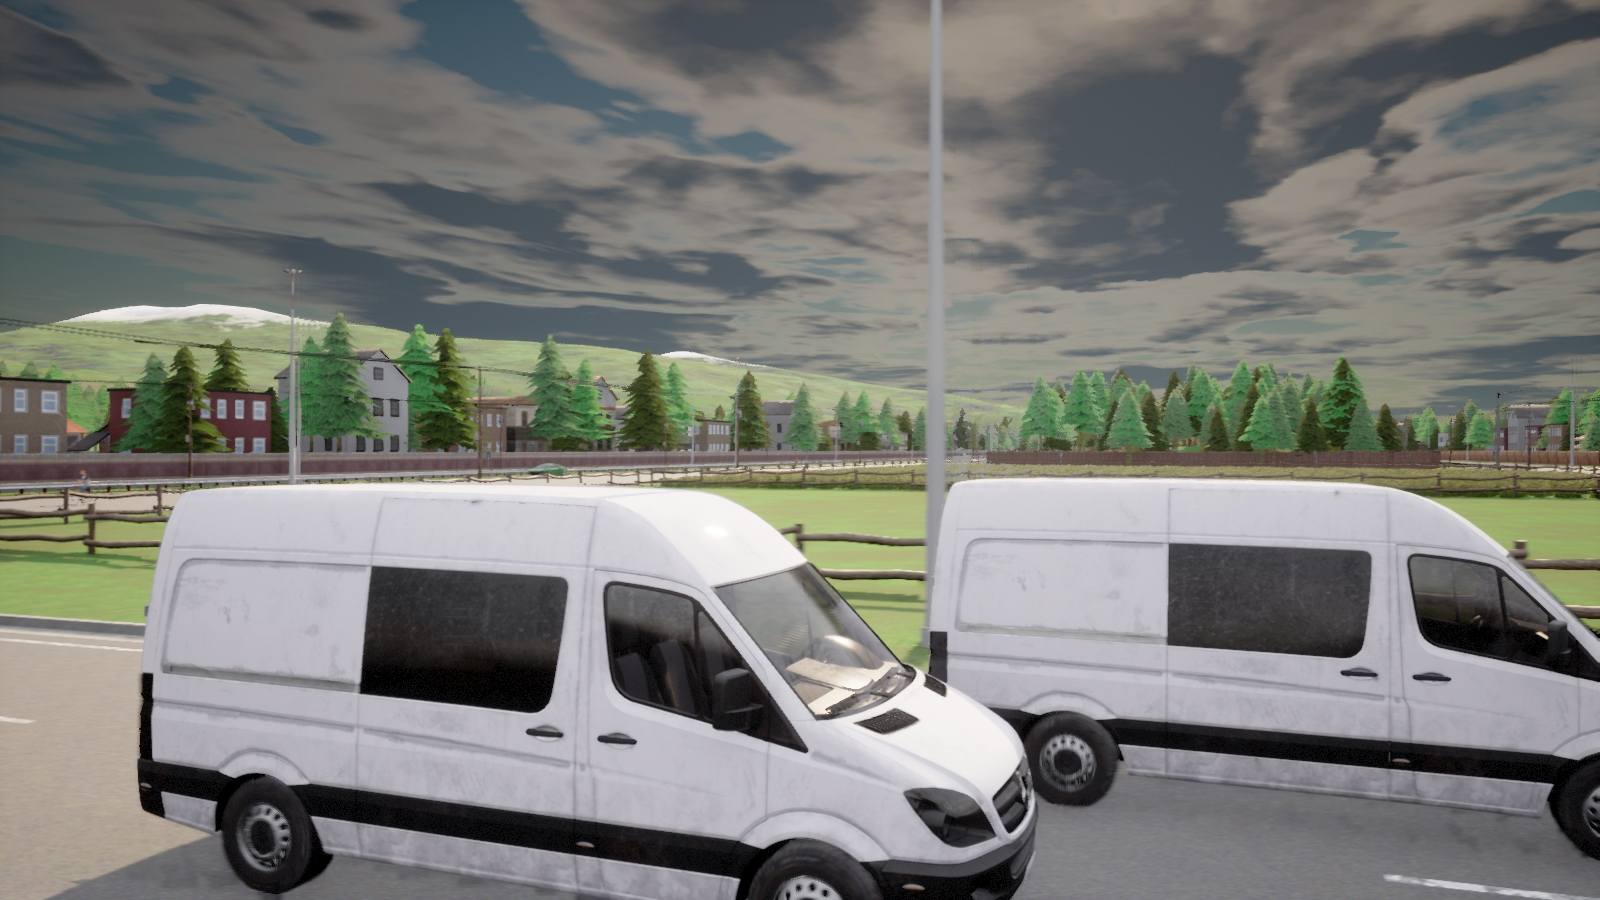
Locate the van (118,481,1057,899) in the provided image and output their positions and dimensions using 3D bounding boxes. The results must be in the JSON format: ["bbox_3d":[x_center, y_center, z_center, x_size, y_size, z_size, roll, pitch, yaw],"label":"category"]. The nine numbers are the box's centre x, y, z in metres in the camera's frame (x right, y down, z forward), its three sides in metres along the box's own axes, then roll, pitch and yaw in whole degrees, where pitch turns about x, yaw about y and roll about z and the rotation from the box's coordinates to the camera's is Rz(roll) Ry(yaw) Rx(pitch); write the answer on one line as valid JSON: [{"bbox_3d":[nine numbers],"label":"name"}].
[{"bbox_3d":[-1.435,1.534,7.553,5.915,2.561,1.988,0,0,20],"label":"van"}]

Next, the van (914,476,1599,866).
[{"bbox_3d":[4.053,1.534,9.283,5.915,2.561,1.988,0,0,20],"label":"van"}]

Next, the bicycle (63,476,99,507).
[{"bbox_3d":[-36.080,2.057,57.360,0.373,1.496,1.643,0,0,20],"label":"bicycle"}]
